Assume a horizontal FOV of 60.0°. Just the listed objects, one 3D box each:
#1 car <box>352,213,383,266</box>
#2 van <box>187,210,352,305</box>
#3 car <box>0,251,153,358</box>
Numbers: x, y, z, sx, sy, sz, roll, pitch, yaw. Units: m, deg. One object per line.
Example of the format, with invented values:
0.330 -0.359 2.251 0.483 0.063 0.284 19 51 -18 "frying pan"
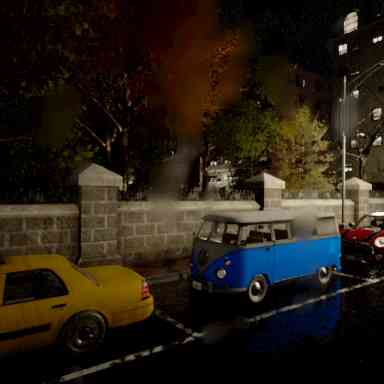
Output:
6.374 1.437 11.103 4.097 1.590 1.967 0 1 -36 "car"
1.806 1.340 7.840 3.998 1.788 1.690 0 1 -36 "van"
-2.902 1.525 4.481 4.829 1.417 1.752 0 1 -36 "car"
